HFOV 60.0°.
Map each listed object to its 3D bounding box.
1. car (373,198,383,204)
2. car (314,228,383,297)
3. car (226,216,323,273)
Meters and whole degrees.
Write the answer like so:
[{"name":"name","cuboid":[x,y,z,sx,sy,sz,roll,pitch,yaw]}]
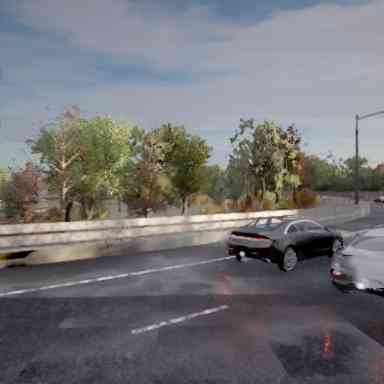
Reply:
[{"name":"car","cuboid":[46.811,2.157,82.622,1.812,1.442,4.674,0,0,5]},{"name":"car","cuboid":[5.027,1.589,7.954,4.674,1.442,1.812,1,0,-41]},{"name":"car","cuboid":[3.252,1.558,11.069,4.902,1.511,2.128,1,0,-41]}]
